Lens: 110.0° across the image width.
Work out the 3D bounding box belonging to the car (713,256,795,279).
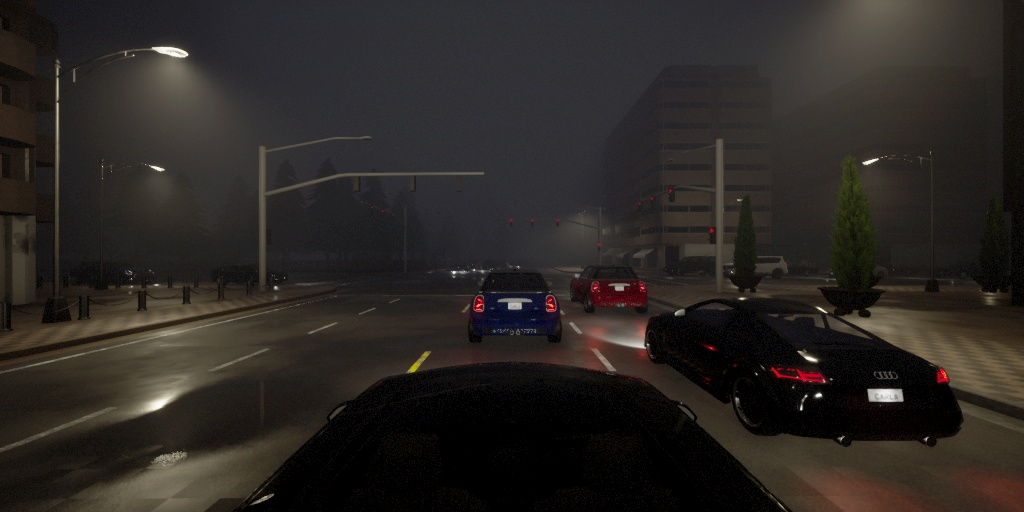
[{"bbox_3d":[22.160,1.027,32.999,5.566,2.045,2.150,0,0,0],"label":"car"}]

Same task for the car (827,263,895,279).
[{"bbox_3d":[31.798,1.331,33.034,4.674,1.442,1.812,0,0,0],"label":"car"}]

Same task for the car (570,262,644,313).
[{"bbox_3d":[3.602,1.102,14.109,2.097,1.767,4.553,0,0,0],"label":"car"}]

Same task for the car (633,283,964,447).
[{"bbox_3d":[3.605,1.314,5.469,1.994,1.385,4.181,0,0,0],"label":"car"}]

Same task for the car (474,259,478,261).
[{"bbox_3d":[-6.260,1.255,57.513,1.837,1.490,4.892,0,0,7],"label":"car"}]

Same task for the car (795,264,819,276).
[{"bbox_3d":[28.172,1.406,36.522,4.718,1.301,1.895,0,0,0],"label":"car"}]

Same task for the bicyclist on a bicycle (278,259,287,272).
[{"bbox_3d":[-25.621,1.106,40.086,0.582,1.620,1.656,0,0,0],"label":"bicyclist on a bicycle"}]

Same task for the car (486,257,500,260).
[{"bbox_3d":[-3.231,1.255,52.289,1.837,1.490,4.892,0,0,3],"label":"car"}]

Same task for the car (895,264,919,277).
[{"bbox_3d":[38.218,1.406,36.555,4.718,1.301,1.895,0,0,0],"label":"car"}]

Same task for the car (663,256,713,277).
[{"bbox_3d":[18.412,1.027,36.483,5.566,2.045,2.150,0,0,0],"label":"car"}]

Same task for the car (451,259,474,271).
[{"bbox_3d":[-6.871,1.314,48.624,1.994,1.385,4.181,0,0,2],"label":"car"}]

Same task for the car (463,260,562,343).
[{"bbox_3d":[0.081,1.102,9.881,2.097,1.767,4.553,0,0,0],"label":"car"}]

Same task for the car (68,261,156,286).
[{"bbox_3d":[-28.401,1.157,25.592,4.553,1.767,2.097,0,0,0],"label":"car"}]

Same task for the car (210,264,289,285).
[{"bbox_3d":[-18.681,1.310,25.632,4.892,1.490,1.837,0,0,0],"label":"car"}]

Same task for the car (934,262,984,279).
[{"bbox_3d":[42.122,1.283,33.060,5.008,1.535,1.882,0,0,0],"label":"car"}]
